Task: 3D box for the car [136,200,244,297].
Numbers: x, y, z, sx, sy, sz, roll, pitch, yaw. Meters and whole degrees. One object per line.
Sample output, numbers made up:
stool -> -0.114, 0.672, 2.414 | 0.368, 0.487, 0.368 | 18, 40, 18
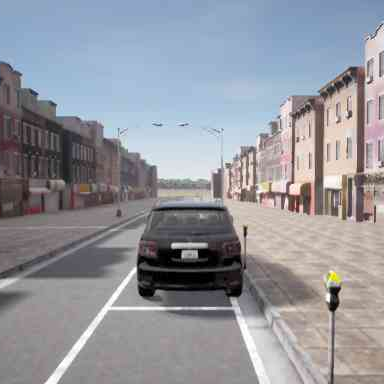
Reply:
car -> -0.039, 1.215, 8.682 | 2.150, 2.045, 5.566 | 0, 0, 0
